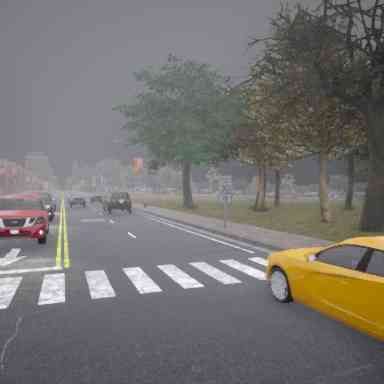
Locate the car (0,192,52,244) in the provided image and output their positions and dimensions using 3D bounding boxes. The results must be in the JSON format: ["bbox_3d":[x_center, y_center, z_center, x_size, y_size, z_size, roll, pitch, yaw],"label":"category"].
[{"bbox_3d":[-7.802,1.151,15.287,2.150,2.045,5.566,0,0,-22],"label":"car"}]

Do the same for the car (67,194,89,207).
[{"bbox_3d":[-14.605,1.130,42.367,1.837,1.490,4.892,0,1,-21],"label":"car"}]

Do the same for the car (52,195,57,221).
[{"bbox_3d":[-11.528,1.048,24.957,2.150,2.045,5.566,0,1,-21],"label":"car"}]

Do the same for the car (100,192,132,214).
[{"bbox_3d":[-7.438,0.979,32.885,2.150,2.045,5.566,0,1,-21],"label":"car"}]

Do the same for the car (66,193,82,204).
[{"bbox_3d":[-18.953,0.983,53.294,2.128,1.511,4.902,0,1,-21],"label":"car"}]

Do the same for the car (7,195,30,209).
[{"bbox_3d":[-20.944,1.122,40.324,1.837,1.490,4.892,0,1,-21],"label":"car"}]

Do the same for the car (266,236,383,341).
[{"bbox_3d":[3.183,1.474,5.518,1.882,1.535,5.008,0,0,-21],"label":"car"}]

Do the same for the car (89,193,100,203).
[{"bbox_3d":[-15.566,1.004,53.829,1.837,1.490,4.892,0,1,-21],"label":"car"}]

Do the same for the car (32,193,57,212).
[{"bbox_3d":[-15.204,1.058,34.541,2.097,1.767,4.553,0,1,-21],"label":"car"}]

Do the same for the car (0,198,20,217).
[{"bbox_3d":[-16.814,1.300,29.657,2.033,1.411,5.357,0,1,-20],"label":"car"}]
